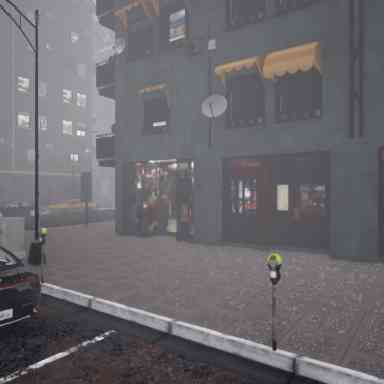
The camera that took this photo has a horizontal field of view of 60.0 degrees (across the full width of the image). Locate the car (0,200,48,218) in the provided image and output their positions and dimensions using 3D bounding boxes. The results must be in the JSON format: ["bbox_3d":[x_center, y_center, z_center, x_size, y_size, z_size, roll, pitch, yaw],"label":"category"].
[{"bbox_3d":[-14.095,1.350,26.073,2.008,1.369,4.403,1,1,35],"label":"car"}]

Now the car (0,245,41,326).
[{"bbox_3d":[-4.506,1.551,6.075,4.403,1.369,2.008,0,0,35],"label":"car"}]

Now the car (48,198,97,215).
[{"bbox_3d":[-11.011,1.249,30.502,1.752,1.417,4.829,1,1,35],"label":"car"}]
